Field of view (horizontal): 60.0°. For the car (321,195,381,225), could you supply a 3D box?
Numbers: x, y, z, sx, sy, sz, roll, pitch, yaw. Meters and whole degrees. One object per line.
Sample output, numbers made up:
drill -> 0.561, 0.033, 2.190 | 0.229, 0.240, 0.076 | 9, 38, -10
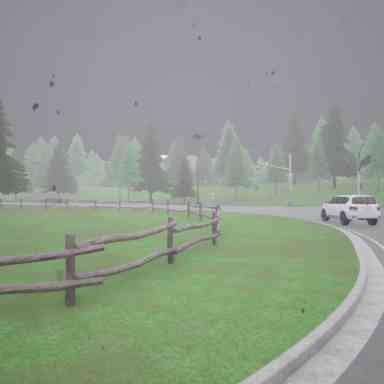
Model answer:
car -> 11.231, 1.221, 23.955 | 2.150, 2.045, 5.566 | 0, 0, 0

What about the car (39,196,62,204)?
car -> -26.860, 1.526, 63.158 | 4.674, 1.442, 1.812 | 0, 0, 21
